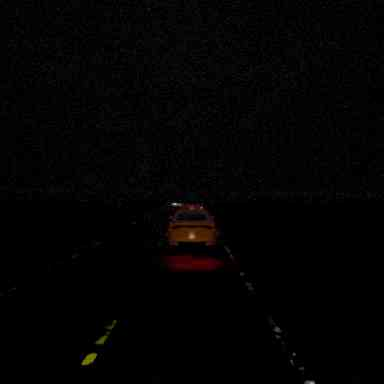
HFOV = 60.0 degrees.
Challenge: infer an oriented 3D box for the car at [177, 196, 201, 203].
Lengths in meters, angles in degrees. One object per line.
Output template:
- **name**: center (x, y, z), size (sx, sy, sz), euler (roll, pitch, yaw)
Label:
- **car**: center (0.000, 1.367, 29.620), size (2.097, 1.767, 4.553), euler (0, 0, 0)

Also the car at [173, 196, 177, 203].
- **car**: center (-2.750, 1.582, 67.652), size (1.994, 1.385, 4.181), euler (0, 0, 0)

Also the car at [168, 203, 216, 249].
- **car**: center (0.000, 1.487, 14.649), size (1.882, 1.535, 5.008), euler (0, 0, 0)
